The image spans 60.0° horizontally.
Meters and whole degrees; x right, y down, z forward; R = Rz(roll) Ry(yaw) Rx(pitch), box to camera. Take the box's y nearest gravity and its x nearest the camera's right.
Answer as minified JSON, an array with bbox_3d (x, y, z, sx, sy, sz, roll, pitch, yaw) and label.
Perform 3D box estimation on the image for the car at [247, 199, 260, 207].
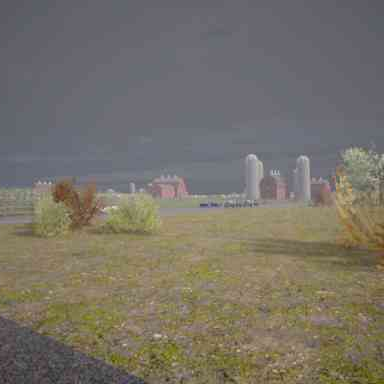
[{"bbox_3d":[11.487,2.173,64.283,1.812,1.442,4.674,-1,-1,36],"label":"car"}]

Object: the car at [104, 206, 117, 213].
[{"bbox_3d":[-11.166,1.938,38.989,1.895,1.301,4.718,-1,-1,36],"label":"car"}]

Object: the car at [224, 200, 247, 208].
[{"bbox_3d":[7.343,2.093,58.468,1.812,1.442,4.674,-1,-1,36],"label":"car"}]

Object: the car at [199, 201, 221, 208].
[{"bbox_3d":[3.212,2.206,58.830,1.895,1.301,4.718,-1,-1,36],"label":"car"}]
